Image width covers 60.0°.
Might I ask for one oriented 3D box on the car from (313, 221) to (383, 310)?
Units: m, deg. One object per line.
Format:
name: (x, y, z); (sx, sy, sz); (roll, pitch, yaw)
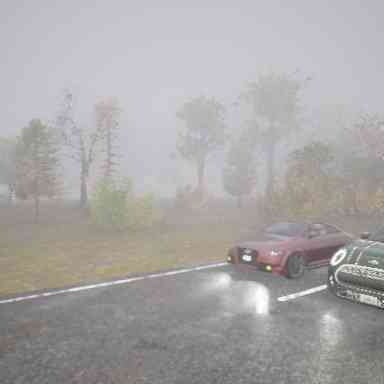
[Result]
car: (4.983, 1.319, 7.240); (4.553, 1.767, 2.097); (0, 0, -35)

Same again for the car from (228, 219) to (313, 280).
car: (3.064, 1.531, 9.863); (4.181, 1.385, 1.994); (0, 0, -35)
